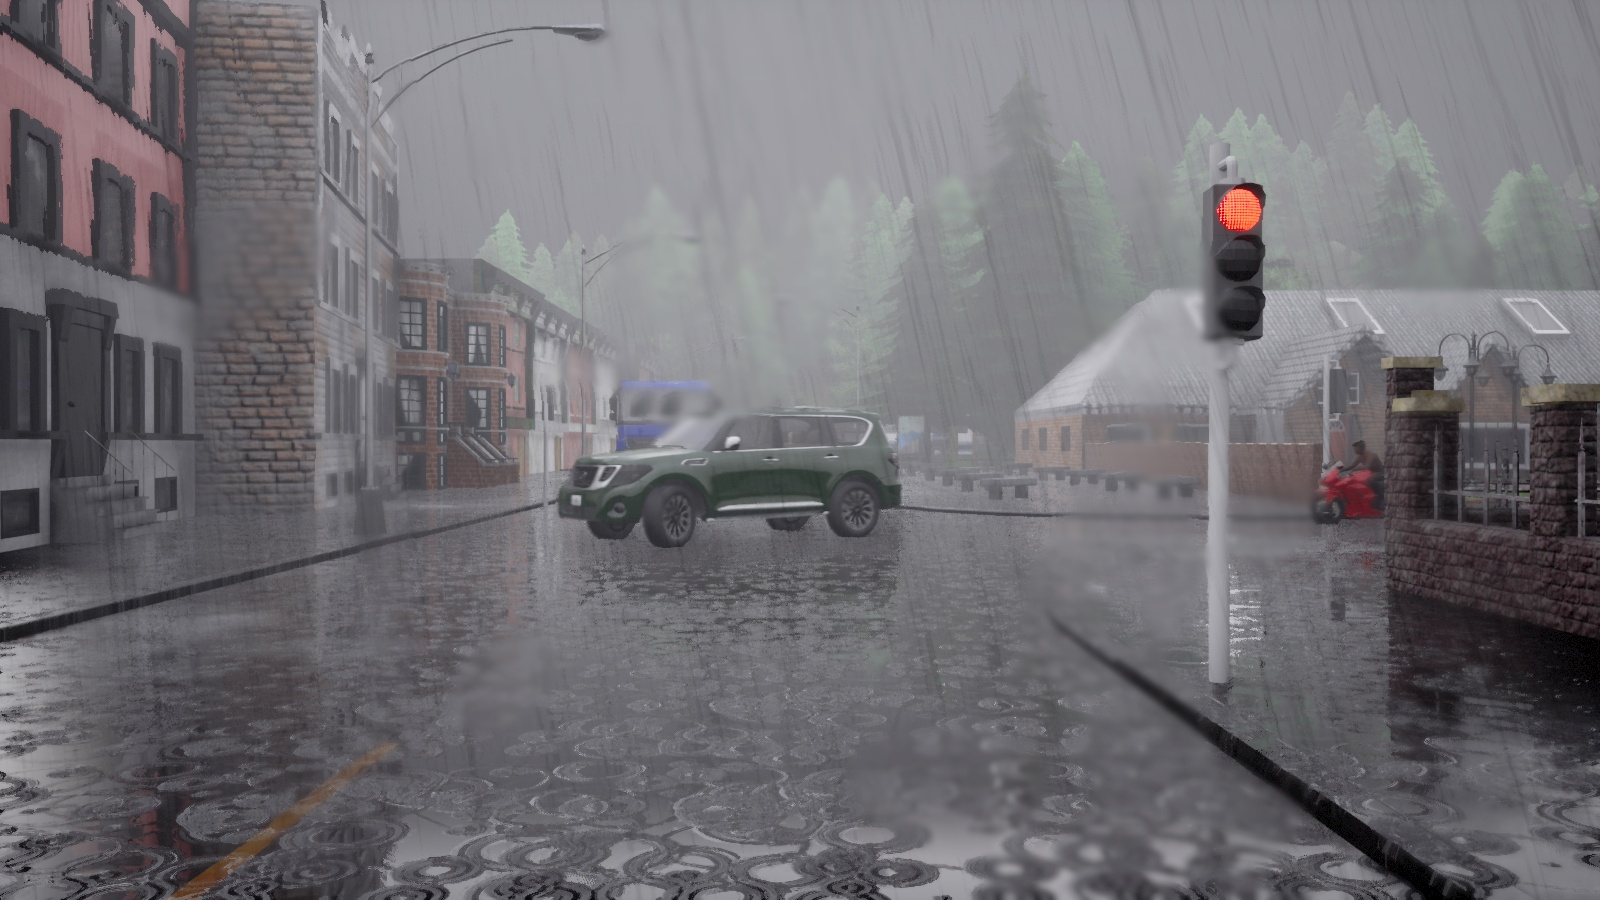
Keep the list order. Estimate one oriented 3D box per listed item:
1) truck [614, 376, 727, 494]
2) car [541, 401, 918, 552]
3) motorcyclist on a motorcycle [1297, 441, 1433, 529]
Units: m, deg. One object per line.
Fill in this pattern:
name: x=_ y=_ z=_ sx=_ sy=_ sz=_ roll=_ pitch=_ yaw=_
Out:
truck: x=-4.047 y=-0.470 z=41.022 sx=2.891 sy=3.462 sz=7.936 roll=0 pitch=0 yaw=0
car: x=-0.986 y=0.354 z=19.572 sx=5.566 sy=2.045 sz=2.150 roll=0 pitch=0 yaw=-36
motorcyclist on a motorcycle: x=10.002 y=0.611 z=22.284 sx=2.044 sy=1.523 sz=0.797 roll=0 pitch=0 yaw=0
